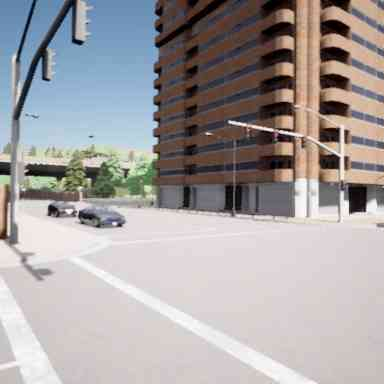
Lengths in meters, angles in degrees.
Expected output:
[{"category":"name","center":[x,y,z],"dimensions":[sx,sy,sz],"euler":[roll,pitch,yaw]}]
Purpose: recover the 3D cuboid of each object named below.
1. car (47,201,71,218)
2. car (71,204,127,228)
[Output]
[{"category":"car","center":[-12.375,1.596,31.671],"dimensions":[2.128,1.511,4.902],"euler":[1,-1,-36]},{"category":"car","center":[-6.507,1.653,23.514],"dimensions":[2.033,1.411,5.357],"euler":[1,-1,-36]}]
